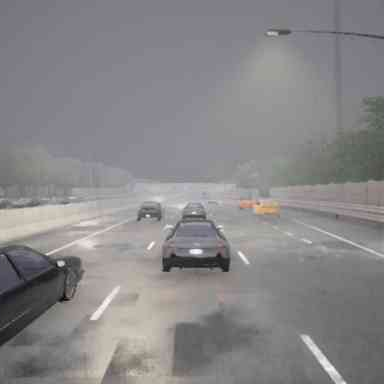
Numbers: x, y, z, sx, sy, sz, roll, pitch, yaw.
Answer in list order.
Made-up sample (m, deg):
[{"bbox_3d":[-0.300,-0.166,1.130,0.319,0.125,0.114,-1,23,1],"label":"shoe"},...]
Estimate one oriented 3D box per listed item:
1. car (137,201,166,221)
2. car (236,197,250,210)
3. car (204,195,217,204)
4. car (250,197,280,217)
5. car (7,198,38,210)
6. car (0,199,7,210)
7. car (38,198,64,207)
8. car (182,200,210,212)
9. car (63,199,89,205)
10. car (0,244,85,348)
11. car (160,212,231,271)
[{"bbox_3d":[-3.315,1.541,27.471,1.837,1.490,4.892,0,0,0],"label":"car"},{"bbox_3d":[7.259,1.440,44.958,2.097,1.767,4.553,0,0,1],"label":"car"},{"bbox_3d":[3.972,1.763,66.885,1.895,1.301,4.718,0,0,1],"label":"car"},{"bbox_3d":[6.997,1.526,31.539,1.882,1.535,5.008,0,0,2],"label":"car"},{"bbox_3d":[-20.884,1.553,42.347,1.882,1.535,5.008,0,0,1],"label":"car"},{"bbox_3d":[-24.382,1.564,41.101,2.128,1.511,4.902,0,0,0],"label":"car"},{"bbox_3d":[-17.379,1.570,42.894,2.128,1.511,4.902,0,0,1],"label":"car"},{"bbox_3d":[0.189,1.602,28.017,1.994,1.385,4.181,0,0,0],"label":"car"},{"bbox_3d":[-13.899,1.675,41.545,1.895,1.301,4.718,0,0,1],"label":"car"},{"bbox_3d":[-3.394,1.551,5.217,2.033,1.411,5.357,0,0,0],"label":"car"},{"bbox_3d":[0.116,1.573,10.936,1.994,1.385,4.181,0,0,0],"label":"car"}]
